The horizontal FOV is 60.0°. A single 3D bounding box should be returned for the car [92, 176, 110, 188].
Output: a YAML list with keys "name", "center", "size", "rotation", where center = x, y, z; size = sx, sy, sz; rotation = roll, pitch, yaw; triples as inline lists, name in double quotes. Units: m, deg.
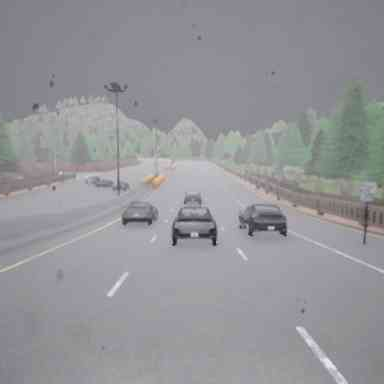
- name: "car"
  center: [-14.042, -1.380, 53.553]
  size: [1.895, 1.301, 4.718]
  rotation: [0, 7, 1]

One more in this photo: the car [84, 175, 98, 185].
- name: "car"
  center: [-17.495, -2.135, 58.805]
  size: [2.128, 1.511, 4.902]
  rotation: [0, 7, 1]

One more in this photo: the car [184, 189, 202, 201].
- name: "car"
  center: [0.089, 0.423, 37.001]
  size: [1.812, 1.442, 4.674]
  rotation: [0, 5, 0]

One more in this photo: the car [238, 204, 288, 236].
- name: "car"
  center: [3.595, 1.374, 17.495]
  size: [1.837, 1.490, 4.892]
  rotation: [0, 0, 0]

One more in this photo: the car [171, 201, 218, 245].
- name: "car"
  center: [0.096, 1.386, 14.935]
  size: [2.128, 1.511, 4.902]
  rotation: [0, 0, 0]

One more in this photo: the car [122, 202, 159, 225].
- name: "car"
  center: [-3.406, 1.330, 22.390]
  size: [1.994, 1.385, 4.181]
  rotation: [0, 2, 0]

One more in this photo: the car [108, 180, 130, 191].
- name: "car"
  center: [-10.566, -0.910, 49.433]
  size: [1.994, 1.385, 4.181]
  rotation: [0, 7, 0]
